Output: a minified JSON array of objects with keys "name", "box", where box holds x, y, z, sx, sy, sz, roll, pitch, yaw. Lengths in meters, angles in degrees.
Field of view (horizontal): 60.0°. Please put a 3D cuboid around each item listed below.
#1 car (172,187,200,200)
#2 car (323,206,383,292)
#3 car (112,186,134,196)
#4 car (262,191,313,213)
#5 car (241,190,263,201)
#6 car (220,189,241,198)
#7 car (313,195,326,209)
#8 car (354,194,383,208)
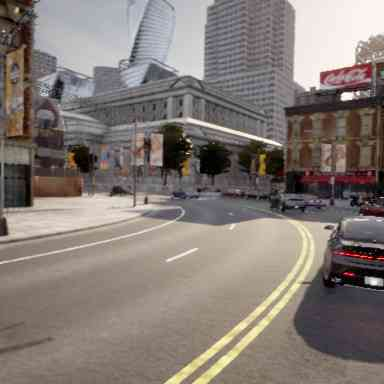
[{"name":"car","box":[-0.828,0.104,43.483,2.097,1.767,4.553,0,2,-29]},{"name":"car","box":[4.411,1.354,8.271,1.837,1.490,4.892,3,2,26]},{"name":"car","box":[-10.670,-0.170,51.366,1.837,1.490,4.892,0,2,-43]},{"name":"car","box":[7.826,0.865,27.823,2.128,1.511,4.902,1,2,-4]},{"name":"car","box":[9.264,0.468,46.791,1.895,1.301,4.718,1,2,-23]},{"name":"car","box":[6.357,0.194,51.722,2.002,1.452,4.674,0,2,-33]},{"name":"car","box":[10.769,0.861,32.189,2.033,1.411,5.357,1,2,-11]},{"name":"car","box":[10.963,1.058,18.324,2.097,1.767,4.553,1,2,9]}]
